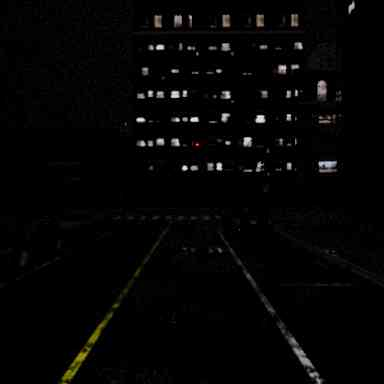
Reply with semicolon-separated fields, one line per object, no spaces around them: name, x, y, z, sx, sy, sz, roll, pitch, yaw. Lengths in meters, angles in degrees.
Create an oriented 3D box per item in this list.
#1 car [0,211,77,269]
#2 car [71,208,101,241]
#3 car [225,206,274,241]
car;-5.646;1.529;10.928;2.008;1.369;4.403;1;0;0
car;-5.818;1.494;16.444;1.752;1.417;4.829;1;0;0
car;2.748;1.409;16.671;1.967;1.590;4.097;1;0;0
